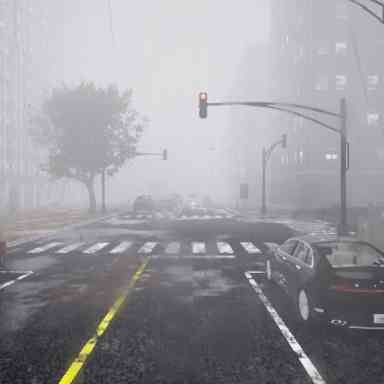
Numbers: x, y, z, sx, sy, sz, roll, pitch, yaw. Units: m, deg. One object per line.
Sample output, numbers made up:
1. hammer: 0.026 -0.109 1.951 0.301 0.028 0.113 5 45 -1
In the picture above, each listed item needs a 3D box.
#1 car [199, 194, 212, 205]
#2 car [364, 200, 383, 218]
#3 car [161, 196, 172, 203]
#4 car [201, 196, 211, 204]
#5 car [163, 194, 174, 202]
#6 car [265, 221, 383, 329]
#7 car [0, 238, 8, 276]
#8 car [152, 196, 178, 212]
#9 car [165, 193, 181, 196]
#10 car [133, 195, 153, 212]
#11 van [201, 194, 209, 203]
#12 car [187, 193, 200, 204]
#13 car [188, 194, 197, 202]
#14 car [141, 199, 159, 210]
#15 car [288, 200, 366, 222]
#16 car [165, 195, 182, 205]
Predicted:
1. car: 2.815 1.606 61.351 1.947 1.339 4.313 0 0 0
2. car: 13.478 1.348 26.255 4.403 1.369 2.008 -1 1 0
3. car: -5.543 1.621 72.415 1.947 1.339 4.313 0 0 0
4. car: 2.826 1.573 67.044 1.752 1.417 4.829 0 0 0
5. car: -5.532 1.380 77.937 2.192 1.841 5.009 0 0 0
6. car: 2.701 1.551 6.872 2.008 1.369 4.403 0 0 0
7. car: -5.679 1.545 6.889 1.887 1.381 4.507 0 0 0
8. car: -3.023 1.565 38.564 2.033 1.411 5.357 0 0 0
9. car: -2.930 1.259 59.659 2.150 2.045 5.566 0 0 3
10. car: -5.613 1.333 39.277 2.192 1.841 5.009 0 0 0
11. van: 2.837 1.396 72.397 1.690 1.788 3.998 0 0 0
12. car: 0.233 1.269 65.102 2.150 2.045 5.566 0 0 0
13. car: 0.162 1.421 78.821 2.097 1.767 4.553 0 0 0
14. car: -5.601 1.589 44.800 1.947 1.339 4.313 0 0 0
15. car: 9.453 1.461 23.943 4.718 1.301 1.895 -1 0 4
16. car: -3.000 1.574 49.017 2.033 1.411 5.357 0 0 0
